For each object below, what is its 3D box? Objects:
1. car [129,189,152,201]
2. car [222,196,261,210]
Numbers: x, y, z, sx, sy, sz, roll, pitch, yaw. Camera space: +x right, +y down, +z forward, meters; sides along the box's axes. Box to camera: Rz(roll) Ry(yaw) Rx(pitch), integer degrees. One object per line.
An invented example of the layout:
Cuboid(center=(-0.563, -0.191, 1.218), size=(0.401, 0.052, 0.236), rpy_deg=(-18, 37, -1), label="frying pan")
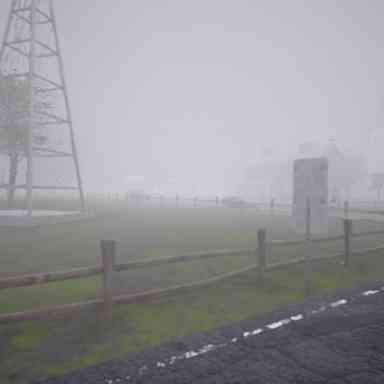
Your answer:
Cuboid(center=(-9.109, 0.583, 58.099), size=(2.150, 2.045, 5.566), rpy_deg=(1, -1, -35), label="car")
Cuboid(center=(5.492, 1.160, 37.334), size=(1.882, 1.535, 5.008), rpy_deg=(1, 0, -35), label="car")
